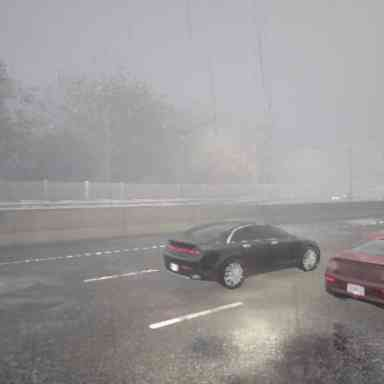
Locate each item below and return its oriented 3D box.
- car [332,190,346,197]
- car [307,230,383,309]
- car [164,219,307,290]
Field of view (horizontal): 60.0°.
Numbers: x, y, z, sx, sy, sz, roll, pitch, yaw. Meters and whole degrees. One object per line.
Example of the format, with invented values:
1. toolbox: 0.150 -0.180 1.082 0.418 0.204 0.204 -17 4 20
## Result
1. car: 37.481 0.600 85.792 2.128 1.511 4.902 0 1 32
2. car: 4.717 1.526 7.112 4.674 1.442 1.812 0 0 -35
3. car: 1.567 1.505 9.162 4.892 1.490 1.837 0 0 -35
